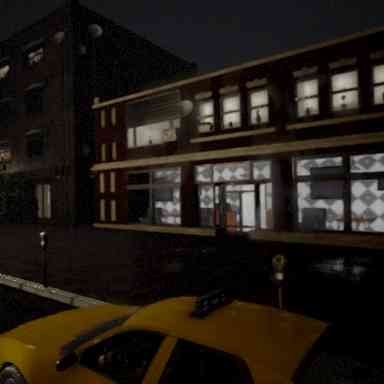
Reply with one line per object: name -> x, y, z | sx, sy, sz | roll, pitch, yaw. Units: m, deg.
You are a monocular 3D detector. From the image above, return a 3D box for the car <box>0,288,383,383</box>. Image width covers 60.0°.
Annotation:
car -> -0.055, 1.543, 2.928 | 4.829, 1.417, 1.752 | -1, -1, 35
